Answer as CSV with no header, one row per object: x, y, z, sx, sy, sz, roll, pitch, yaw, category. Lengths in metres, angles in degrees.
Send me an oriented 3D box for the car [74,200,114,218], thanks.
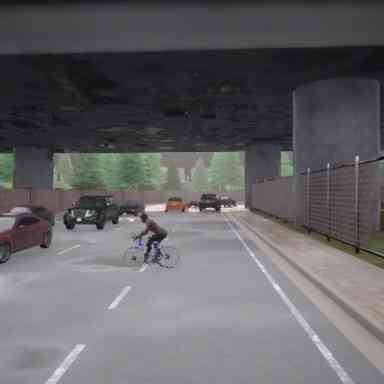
-9.314,1.547,32.037,2.033,1.411,5.357,0,0,3,car

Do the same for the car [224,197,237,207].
5.344,1.504,50.281,1.837,1.490,4.892,0,0,23,car

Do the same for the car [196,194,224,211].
2.219,1.221,40.023,2.150,2.045,5.566,0,0,9,car

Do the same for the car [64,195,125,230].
-6.298,1.222,21.636,2.150,2.045,5.566,0,0,2,car

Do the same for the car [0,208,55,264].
-6.691,1.526,11.993,1.812,1.442,4.674,0,0,2,car

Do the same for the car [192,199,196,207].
0.863,1.600,48.682,1.895,1.301,4.718,0,0,18,car

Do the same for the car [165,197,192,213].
-1.636,1.352,37.829,2.097,1.767,4.553,0,0,6,car

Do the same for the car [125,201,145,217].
-5.803,1.547,32.134,2.033,1.411,5.357,0,0,3,car

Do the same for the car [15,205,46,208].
-9.875,1.525,19.934,1.812,1.442,4.674,0,0,2,car

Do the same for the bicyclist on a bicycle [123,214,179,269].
-1.204,1.453,9.661,1.656,1.620,0.582,-2,0,2,bicyclist on a bicycle
